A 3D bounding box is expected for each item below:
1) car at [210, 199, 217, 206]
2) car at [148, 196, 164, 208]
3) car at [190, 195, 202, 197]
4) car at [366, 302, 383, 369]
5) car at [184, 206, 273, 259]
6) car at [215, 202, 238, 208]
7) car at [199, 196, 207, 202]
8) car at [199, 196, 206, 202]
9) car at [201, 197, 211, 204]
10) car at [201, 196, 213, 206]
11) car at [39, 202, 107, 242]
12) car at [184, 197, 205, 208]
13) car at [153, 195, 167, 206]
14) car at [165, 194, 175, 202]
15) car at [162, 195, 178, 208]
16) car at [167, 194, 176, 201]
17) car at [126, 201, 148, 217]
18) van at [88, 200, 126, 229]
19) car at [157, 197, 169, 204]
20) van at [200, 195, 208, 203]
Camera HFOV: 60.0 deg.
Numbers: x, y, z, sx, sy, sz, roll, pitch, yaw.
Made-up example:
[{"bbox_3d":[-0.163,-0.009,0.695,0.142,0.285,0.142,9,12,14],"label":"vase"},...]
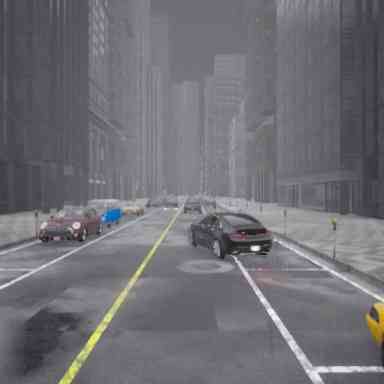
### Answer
[{"bbox_3d":[2.742,1.591,27.633,1.752,1.417,4.829,0,0,0],"label":"car"},{"bbox_3d":[-5.799,1.704,49.886,1.947,1.339,4.313,0,0,0],"label":"car"},{"bbox_3d":[0.056,1.505,54.418,2.097,1.767,4.553,0,0,0],"label":"car"},{"bbox_3d":[3.148,1.462,2.095,1.801,1.575,5.366,0,0,0],"label":"car"},{"bbox_3d":[1.288,1.536,12.906,1.837,1.490,4.892,-1,0,-18],"label":"car"},{"bbox_3d":[2.747,1.577,22.023,1.752,1.417,4.829,0,0,0],"label":"car"},{"bbox_3d":[2.702,1.803,83.551,1.887,1.381,4.507,0,0,0],"label":"car"},{"bbox_3d":[2.697,1.809,89.331,1.752,1.417,4.829,0,0,0],"label":"car"},{"bbox_3d":[2.714,1.777,66.725,1.802,1.307,4.206,0,0,0],"label":"car"},{"bbox_3d":[2.727,1.689,49.898,2.008,1.369,4.403,0,0,0],"label":"car"},{"bbox_3d":[-5.774,1.478,16.231,1.967,1.590,4.097,0,0,0],"label":"car"},{"bbox_3d":[0.069,1.588,37.815,2.128,1.511,4.902,0,0,0],"label":"car"},{"bbox_3d":[-5.807,1.490,61.106,2.192,1.841,5.009,0,0,0],"label":"car"},{"bbox_3d":[-5.828,1.598,89.153,2.192,1.841,5.009,0,0,0],"label":"car"},{"bbox_3d":[-3.093,1.618,50.776,1.882,1.535,5.008,0,-1,0],"label":"car"},{"bbox_3d":[-5.832,1.623,94.762,2.192,1.841,5.009,0,0,0],"label":"car"},{"bbox_3d":[-5.786,1.607,32.888,1.752,1.417,4.829,0,0,0],"label":"car"},{"bbox_3d":[-5.778,1.392,21.840,1.690,1.788,3.998,0,0,0],"label":"van"},{"bbox_3d":[-5.811,1.745,66.715,2.008,1.369,4.403,0,0,0],"label":"car"},{"bbox_3d":[2.705,1.577,77.944,1.690,1.788,3.998,0,0,0],"label":"van"}]
